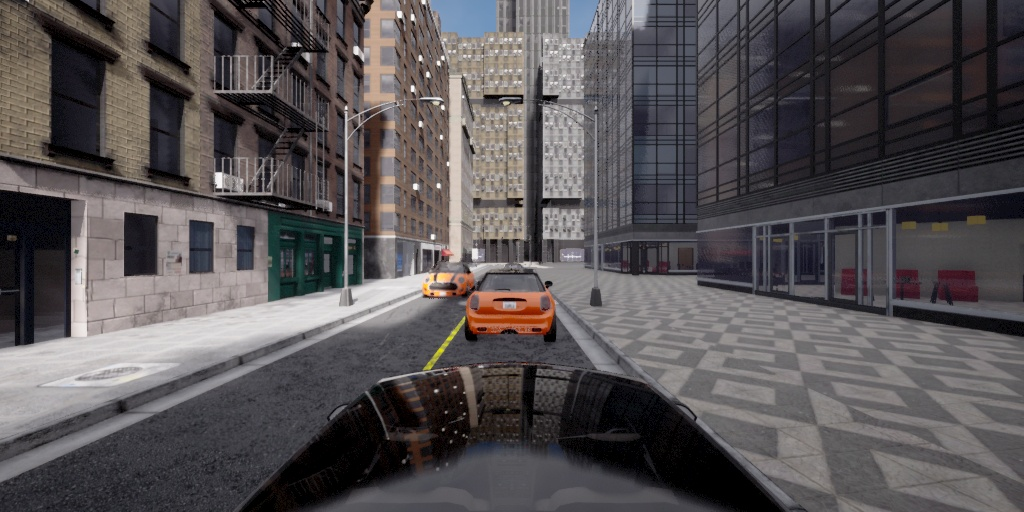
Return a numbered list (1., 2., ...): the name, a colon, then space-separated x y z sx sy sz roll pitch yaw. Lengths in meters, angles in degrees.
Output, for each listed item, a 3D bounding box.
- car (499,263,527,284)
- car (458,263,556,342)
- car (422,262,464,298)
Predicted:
1. car: 0.086 1.298 28.672 2.033 1.411 5.357 0 0 0
2. car: 0.064 1.102 9.988 2.097 1.767 4.553 0 0 3
3. car: -3.105 1.102 18.363 2.097 1.767 4.553 0 0 0
